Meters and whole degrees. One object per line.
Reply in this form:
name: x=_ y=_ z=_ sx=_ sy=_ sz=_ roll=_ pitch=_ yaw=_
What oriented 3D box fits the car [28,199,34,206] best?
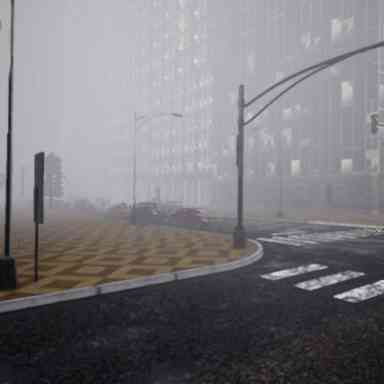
car: x=-29.085 y=2.085 z=63.050 sx=2.008 sy=1.369 sz=4.403 roll=0 pitch=-1 yaw=-35

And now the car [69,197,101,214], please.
car: x=-12.813 y=1.701 z=39.755 sx=1.967 sy=1.590 sz=4.097 roll=0 pitch=-1 yaw=-35

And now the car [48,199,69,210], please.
car: x=-19.322 y=1.921 z=49.073 sx=2.008 sy=1.369 sz=4.403 roll=0 pitch=-1 yaw=-35

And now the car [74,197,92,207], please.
car: x=-22.215 y=1.972 z=67.851 sx=2.192 sy=1.841 sz=5.009 roll=0 pitch=-1 yaw=-35

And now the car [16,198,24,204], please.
car: x=-38.848 y=2.249 z=77.029 sx=2.008 sy=1.369 sz=4.403 roll=0 pitch=-1 yaw=-35

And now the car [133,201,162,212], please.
car: x=-6.039 y=1.910 z=44.691 sx=1.752 sy=1.417 sz=4.829 roll=0 pitch=-1 yaw=-35

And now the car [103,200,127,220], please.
car: x=-6.207 y=1.675 z=30.296 sx=1.752 sy=1.417 sz=4.829 roll=0 pitch=-1 yaw=-35

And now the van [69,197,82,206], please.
van: x=-25.469 y=2.052 z=72.510 sx=1.690 sy=1.788 sz=3.998 roll=0 pitch=-1 yaw=-35

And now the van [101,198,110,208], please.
van: x=-15.706 y=1.888 z=58.532 sx=1.690 sy=1.788 sz=3.998 roll=0 pitch=-1 yaw=-35

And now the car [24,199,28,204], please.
car: x=-32.339 y=2.171 z=67.710 sx=1.802 sy=1.307 sz=4.206 roll=0 pitch=-1 yaw=-35

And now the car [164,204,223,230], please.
car: x=0.205 y=1.624 z=21.116 sx=1.802 sy=1.307 sz=4.206 roll=0 pitch=-1 yaw=-35

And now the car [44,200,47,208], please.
car: x=-22.576 y=1.991 z=53.732 sx=1.947 sy=1.339 sz=4.313 roll=0 pitch=-1 yaw=-35

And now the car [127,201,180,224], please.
car: x=-3.050 y=1.537 z=25.777 sx=1.967 sy=1.590 sz=4.097 roll=0 pitch=-1 yaw=-35

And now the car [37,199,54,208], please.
car: x=-25.830 y=2.025 z=58.392 sx=1.887 sy=1.381 sz=4.507 roll=0 pitch=-1 yaw=-35
